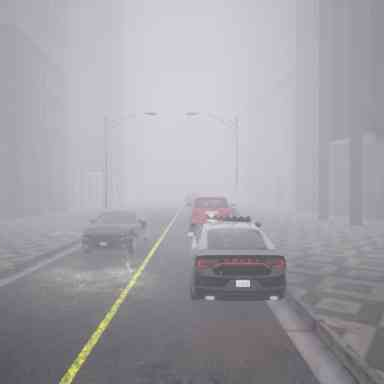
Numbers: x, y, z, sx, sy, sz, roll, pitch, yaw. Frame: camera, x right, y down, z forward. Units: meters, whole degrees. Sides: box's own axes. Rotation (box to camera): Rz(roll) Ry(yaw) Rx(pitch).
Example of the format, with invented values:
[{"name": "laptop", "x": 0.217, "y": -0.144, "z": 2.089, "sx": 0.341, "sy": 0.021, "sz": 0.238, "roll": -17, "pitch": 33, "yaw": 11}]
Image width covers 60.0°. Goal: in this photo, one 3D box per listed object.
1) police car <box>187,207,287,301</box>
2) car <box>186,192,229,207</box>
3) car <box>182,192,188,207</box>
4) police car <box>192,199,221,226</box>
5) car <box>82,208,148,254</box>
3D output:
[{"name": "police car", "x": 0.914, "y": 1.422, "z": 8.501, "sx": 1.930, "sy": 1.638, "sz": 5.238, "roll": 0, "pitch": 0, "yaw": 0}, {"name": "car", "x": 0.932, "y": 1.208, "z": 18.420, "sx": 2.150, "sy": 2.045, "sz": 5.566, "roll": 0, "pitch": 0, "yaw": 0}, {"name": "car", "x": 0.122, "y": 1.131, "z": 48.271, "sx": 2.150, "sy": 2.045, "sz": 5.566, "roll": 0, "pitch": 0, "yaw": 1}, {"name": "police car", "x": 0.944, "y": 1.396, "z": 24.500, "sx": 1.930, "sy": 1.638, "sz": 5.238, "roll": 0, "pitch": 0, "yaw": 0}, {"name": "car", "x": -2.976, "y": 1.468, "z": 13.696, "sx": 1.882, "sy": 1.535, "sz": 5.008, "roll": 0, "pitch": 0, "yaw": 0}]
